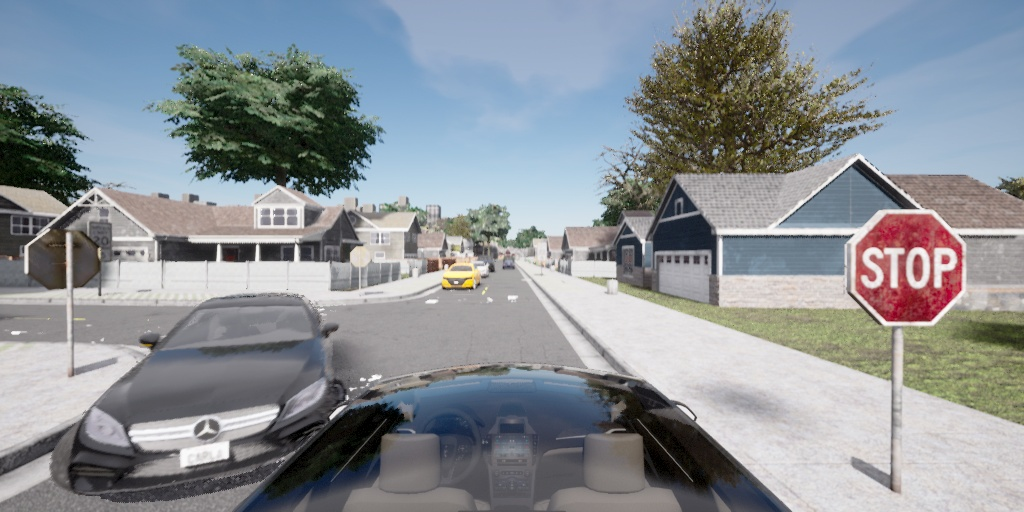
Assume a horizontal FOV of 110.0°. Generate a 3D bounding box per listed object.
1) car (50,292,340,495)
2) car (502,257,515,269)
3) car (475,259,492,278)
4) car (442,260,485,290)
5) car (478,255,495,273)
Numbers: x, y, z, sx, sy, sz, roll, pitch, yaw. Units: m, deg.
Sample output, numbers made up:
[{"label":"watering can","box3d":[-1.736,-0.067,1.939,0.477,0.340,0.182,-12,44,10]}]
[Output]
[{"label":"car","box3d":[-3.450,1.264,4.845,1.812,1.442,4.674,1,0,-28]},{"label":"car","box3d":[-0.484,1.261,53.490,2.033,1.411,5.357,0,0,-1]},{"label":"car","box3d":[-3.137,1.241,32.904,1.812,1.442,4.674,0,0,0]},{"label":"car","box3d":[-3.074,1.204,22.580,1.882,1.535,5.008,0,0,1]},{"label":"car","box3d":[-3.228,0.932,43.534,2.150,2.045,5.566,0,0,0]}]
